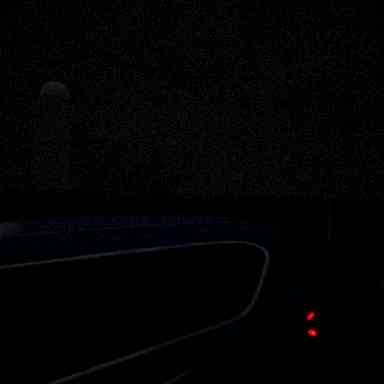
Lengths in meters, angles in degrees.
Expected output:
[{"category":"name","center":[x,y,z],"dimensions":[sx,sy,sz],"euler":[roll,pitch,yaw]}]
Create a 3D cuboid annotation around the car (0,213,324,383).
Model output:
[{"category":"car","center":[-1.533,1.221,1.980],"dimensions":[5.566,2.045,2.150],"euler":[0,0,-35]}]
